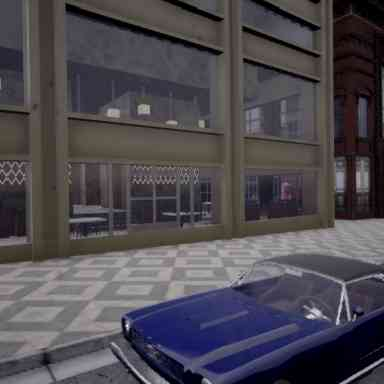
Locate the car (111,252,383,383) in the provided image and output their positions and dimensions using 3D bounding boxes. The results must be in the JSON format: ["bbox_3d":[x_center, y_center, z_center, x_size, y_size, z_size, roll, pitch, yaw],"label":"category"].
[{"bbox_3d":[1.435,1.599,4.406,4.718,1.301,1.895,0,0,-36],"label":"car"}]
